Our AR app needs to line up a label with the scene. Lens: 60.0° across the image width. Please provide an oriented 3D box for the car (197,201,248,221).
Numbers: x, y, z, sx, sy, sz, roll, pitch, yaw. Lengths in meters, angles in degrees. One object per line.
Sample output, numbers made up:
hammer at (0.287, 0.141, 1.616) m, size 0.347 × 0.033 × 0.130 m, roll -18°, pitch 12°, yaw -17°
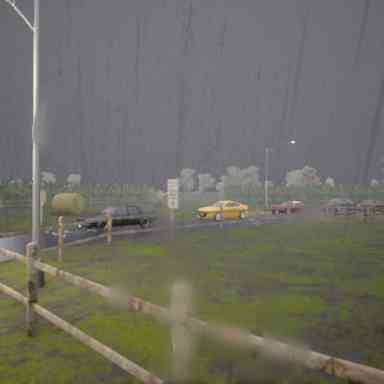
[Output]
car at (2.605, 1.496, 27.662) m, size 5.008 × 1.535 × 1.882 m, roll 0°, pitch 0°, yaw -42°

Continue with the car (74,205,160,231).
car at (-4.543, 1.555, 20.907) m, size 5.357 × 1.411 × 2.033 m, roll 0°, pitch 0°, yaw -44°

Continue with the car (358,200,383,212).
car at (21.720, 1.656, 39.967) m, size 4.718 × 1.301 × 1.895 m, roll 0°, pitch 0°, yaw -37°

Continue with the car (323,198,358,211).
car at (17.859, 1.542, 40.579) m, size 4.892 × 1.490 × 1.837 m, roll 0°, pitch 0°, yaw -38°

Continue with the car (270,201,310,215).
car at (10.080, 1.629, 34.240) m, size 4.718 × 1.301 × 1.895 m, roll 0°, pitch 0°, yaw -40°
